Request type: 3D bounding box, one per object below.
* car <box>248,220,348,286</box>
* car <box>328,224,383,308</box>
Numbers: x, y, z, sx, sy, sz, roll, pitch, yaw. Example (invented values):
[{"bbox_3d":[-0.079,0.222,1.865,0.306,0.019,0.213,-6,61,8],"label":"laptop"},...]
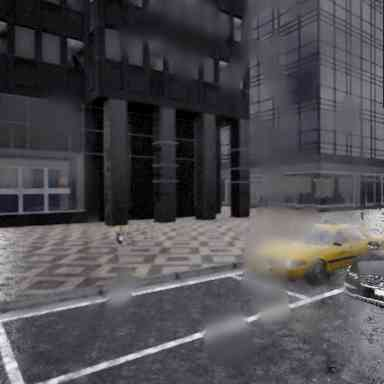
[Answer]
[{"bbox_3d":[3.679,1.489,9.280,4.829,1.417,1.752,0,0,-36],"label":"car"},{"bbox_3d":[5.200,1.470,7.064,4.892,1.490,1.837,0,0,-35],"label":"car"}]
